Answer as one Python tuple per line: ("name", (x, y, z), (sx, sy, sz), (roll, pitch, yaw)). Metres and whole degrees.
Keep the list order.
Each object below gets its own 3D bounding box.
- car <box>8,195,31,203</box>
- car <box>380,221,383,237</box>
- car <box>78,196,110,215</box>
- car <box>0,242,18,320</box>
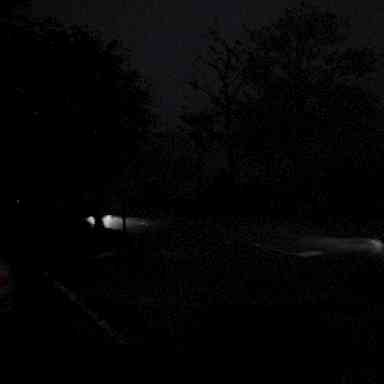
("car", (-23.935, 0.586, 44.070), (4.553, 1.767, 2.097), (0, 2, 0))
("car", (10.666, 1.239, 14.237), (4.553, 1.767, 2.097), (0, 0, 1))
("car", (-8.940, 1.152, 29.592), (2.128, 1.511, 4.902), (-4, 4, -36))
("car", (-4.649, 1.521, 6.488), (2.002, 1.452, 4.674), (0, 0, -36))
